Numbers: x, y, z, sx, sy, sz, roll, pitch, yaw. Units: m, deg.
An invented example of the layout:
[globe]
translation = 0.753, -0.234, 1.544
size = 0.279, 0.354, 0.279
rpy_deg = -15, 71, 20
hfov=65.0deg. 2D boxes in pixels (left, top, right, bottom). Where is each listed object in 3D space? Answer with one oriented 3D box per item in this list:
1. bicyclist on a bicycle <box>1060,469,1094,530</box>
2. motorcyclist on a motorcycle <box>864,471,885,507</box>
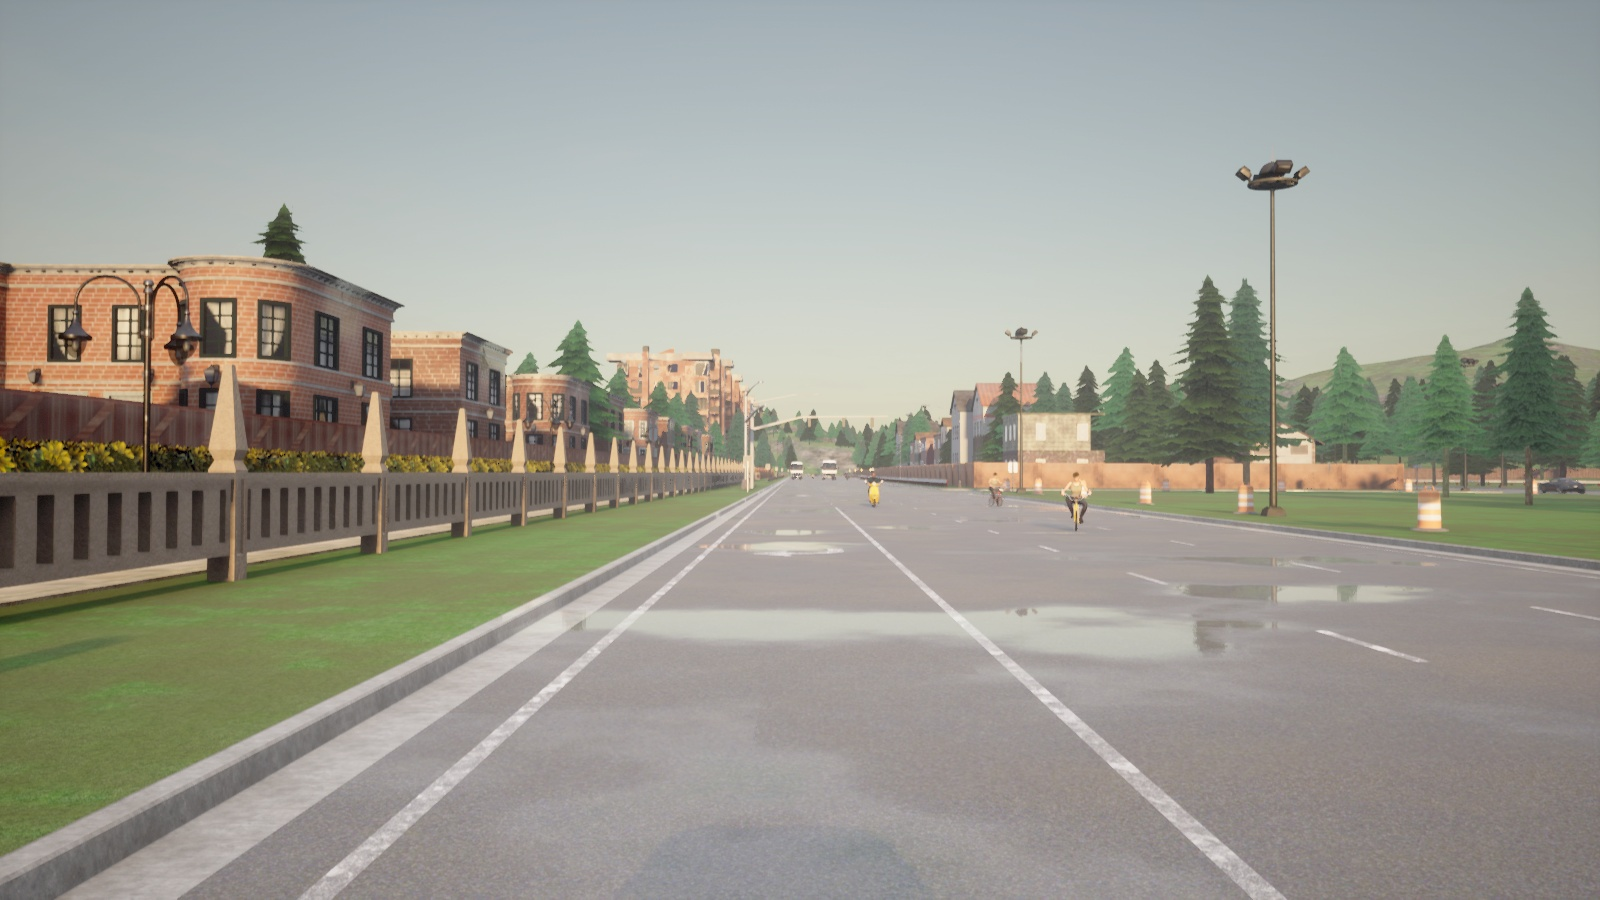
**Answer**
[bicyclist on a bicycle]
translation = 7.469, 1.322, 33.920
size = 0.866, 1.612, 1.509
rpy_deg = 0, -1, 12
[motorcyclist on a motorcycle]
translation = 3.369, 1.763, 57.021
size = 0.866, 1.590, 1.817
rpy_deg = 0, -1, 0
